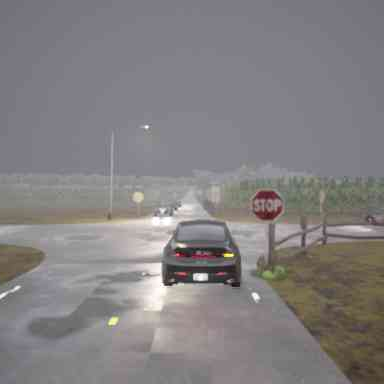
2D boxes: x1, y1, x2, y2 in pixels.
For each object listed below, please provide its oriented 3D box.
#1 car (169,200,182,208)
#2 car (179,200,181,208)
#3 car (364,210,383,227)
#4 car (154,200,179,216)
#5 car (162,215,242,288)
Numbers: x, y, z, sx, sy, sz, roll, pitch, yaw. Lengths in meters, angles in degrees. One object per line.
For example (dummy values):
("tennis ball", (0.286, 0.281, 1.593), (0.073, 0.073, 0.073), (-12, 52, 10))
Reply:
("car", (-2.801, 1.979, 56.911), (1.895, 1.301, 4.718), (0, -1, 0))
("car", (-2.823, 1.812, 45.004), (2.033, 1.411, 5.357), (0, -1, 0))
("car", (13.119, 1.552, 20.799), (4.181, 1.385, 1.994), (0, 1, 0))
("car", (-2.836, 1.663, 34.424), (2.128, 1.511, 4.902), (0, -1, 0))
("car", (0.307, 1.518, 9.317), (1.837, 1.490, 4.892), (0, 0, 3))
